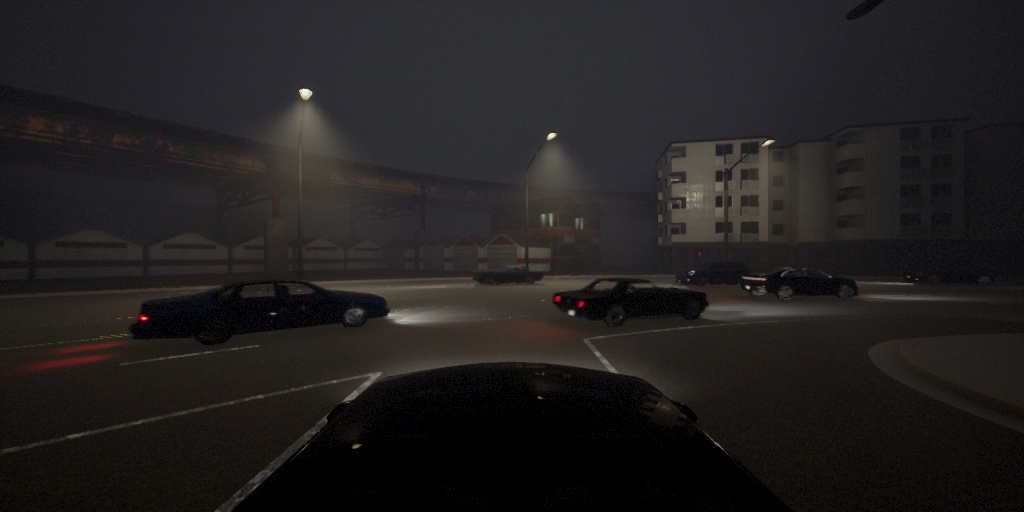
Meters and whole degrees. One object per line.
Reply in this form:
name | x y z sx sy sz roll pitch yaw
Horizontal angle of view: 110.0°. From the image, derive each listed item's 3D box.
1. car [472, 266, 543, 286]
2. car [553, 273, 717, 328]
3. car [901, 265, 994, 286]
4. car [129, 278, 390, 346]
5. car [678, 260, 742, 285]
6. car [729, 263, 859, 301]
car | -0.336 1.340 24.799 4.718 1.301 1.895 0 0 -20
car | 3.767 1.346 11.189 4.718 1.301 1.895 0 0 -22
car | 30.379 1.303 25.148 4.181 1.385 1.994 0 0 17
car | -6.133 1.294 9.462 5.357 1.411 2.033 0 0 -39
car | 13.323 1.091 23.766 4.553 1.767 2.097 0 0 -1
car | 13.250 1.235 16.637 4.902 1.511 2.128 0 0 -4
